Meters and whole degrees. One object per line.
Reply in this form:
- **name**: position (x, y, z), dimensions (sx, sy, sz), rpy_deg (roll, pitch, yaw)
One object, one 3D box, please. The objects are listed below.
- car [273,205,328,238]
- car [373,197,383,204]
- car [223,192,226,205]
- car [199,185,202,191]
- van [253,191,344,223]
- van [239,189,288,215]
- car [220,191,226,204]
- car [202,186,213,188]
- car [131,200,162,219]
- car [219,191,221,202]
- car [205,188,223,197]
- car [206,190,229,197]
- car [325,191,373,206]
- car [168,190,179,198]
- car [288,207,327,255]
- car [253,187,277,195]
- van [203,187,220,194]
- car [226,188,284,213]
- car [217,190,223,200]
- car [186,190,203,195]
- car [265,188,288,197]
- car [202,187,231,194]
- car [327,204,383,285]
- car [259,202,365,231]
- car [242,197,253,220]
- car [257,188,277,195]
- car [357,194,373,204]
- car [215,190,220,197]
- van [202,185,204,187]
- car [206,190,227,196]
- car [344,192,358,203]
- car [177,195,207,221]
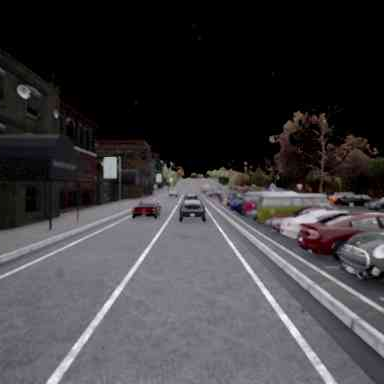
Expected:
- **car**: position (6.037, 1.428, 13.779), dimensions (4.674, 1.452, 2.002), rpy_deg (0, 0, 0)
- **car**: position (18.530, 1.164, 28.146), dimensions (4.792, 1.488, 2.163), rpy_deg (0, 1, 0)
- **car**: position (5.955, 1.010, 33.576), dimensions (5.008, 1.535, 2.097), rpy_deg (0, 1, 0)
- **car**: position (5.410, -0.357, 87.536), dimensions (5.566, 2.045, 2.435), rpy_deg (0, 1, 0)
- **van**: position (6.133, 1.100, 19.568), dimensions (4.442, 1.987, 1.878), rpy_deg (0, 1, 0)
- **van**: position (6.111, 0.978, 25.097), dimensions (4.442, 1.987, 1.878), rpy_deg (0, 1, 0)
- **car**: position (6.134, 0.943, 36.402), dimensions (5.366, 1.575, 1.946), rpy_deg (0, 1, 0)
- **car**: position (5.469, 0.033, 81.978), dimensions (4.892, 1.521, 2.231), rpy_deg (0, 1, 0)
- **car**: position (-3.436, 1.317, 25.759), dimensions (1.895, 1.301, 4.718), rpy_deg (0, 1, 0)
- **car**: position (5.940, 0.921, 39.227), dimensions (4.674, 1.452, 2.002), rpy_deg (0, 1, 0)
- **car**: position (5.583, 0.412, 68.209), dimensions (4.674, 1.452, 2.002), rpy_deg (1, 1, 0)
- **car**: position (5.561, 0.267, 73.631), dimensions (4.792, 1.488, 2.163), rpy_deg (0, 1, 0)
- **car**: position (18.485, 0.754, 39.309), dimensions (4.553, 1.767, 2.185), rpy_deg (0, 1, 0)
- **car**: position (-3.715, 0.364, 66.697), dimensions (1.882, 1.535, 5.008), rpy_deg (0, 2, 0)
- **car**: position (6.046, 1.403, 10.953), dimensions (5.008, 1.535, 2.097), rpy_deg (0, 0, 0)
- **car**: position (18.564, -0.293, 84.972), dimensions (5.566, 2.045, 2.435), rpy_deg (0, 1, 0)
- **van**: position (5.303, -0.400, 90.318), dimensions (4.442, 1.987, 1.878), rpy_deg (0, 1, 0)
- **car**: position (5.955, 0.888, 27.920), dimensions (5.566, 2.045, 2.435), rpy_deg (0, 1, 0)
- **car**: position (5.929, 0.857, 42.052), dimensions (4.674, 1.452, 2.002), rpy_deg (0, 1, 0)
- **car**: position (-0.108, 0.909, 41.667), dimensions (2.128, 1.511, 4.902), rpy_deg (0, 1, -1)
- **car**: position (18.642, 0.108, 73.839), dimensions (4.553, 1.767, 2.185), rpy_deg (0, 1, 0)
- **car**: position (5.365, 0.303, 70.847), dimensions (5.366, 1.575, 1.946), rpy_deg (0, 1, 0)
- **car**: position (6.094, 1.292, 8.127), dimensions (4.553, 1.767, 2.185), rpy_deg (0, 0, 0)
- **car**: position (6.031, 1.409, 16.614), dimensions (4.674, 1.452, 2.002), rpy_deg (0, 0, 0)
- **car**: position (6.008, 1.308, 22.278), dimensions (4.674, 1.452, 2.002), rpy_deg (0, 1, 0)
- **car**: position (18.524, -0.095, 82.066), dimensions (4.553, 1.767, 2.185), rpy_deg (0, 1, 0)
- **car**: position (18.556, 1.074, 30.843), dimensions (4.892, 1.521, 2.231), rpy_deg (0, 1, 0)
- **car**: position (5.944, 0.782, 44.878), dimensions (4.792, 1.488, 2.163), rpy_deg (0, 1, 0)
- **van**: position (5.340, -0.266, 84.878), dimensions (4.442, 1.987, 1.878), rpy_deg (0, 1, 0)
- **car**: position (5.516, 0.209, 76.414), dimensions (4.674, 1.452, 2.002), rpy_deg (0, 1, 0)
- **car**: position (18.522, 0.941, 36.614), dimensions (5.008, 1.535, 2.097), rpy_deg (0, 1, 0)
- **car**: position (0.019, 1.240, 24.686), dimensions (1.837, 1.490, 4.892), rpy_deg (0, 1, 0)
